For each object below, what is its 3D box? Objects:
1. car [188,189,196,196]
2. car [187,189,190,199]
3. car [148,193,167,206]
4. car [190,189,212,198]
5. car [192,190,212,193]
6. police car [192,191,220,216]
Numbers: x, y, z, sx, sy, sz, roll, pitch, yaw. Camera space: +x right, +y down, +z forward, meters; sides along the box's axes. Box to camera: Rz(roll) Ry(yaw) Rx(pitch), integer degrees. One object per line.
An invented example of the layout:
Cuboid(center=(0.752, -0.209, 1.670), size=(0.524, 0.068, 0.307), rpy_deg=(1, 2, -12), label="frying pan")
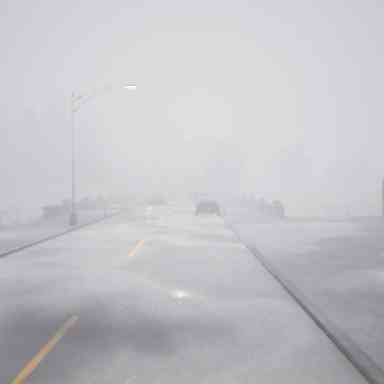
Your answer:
Cuboid(center=(0.004, 0.109, 77.617), size=(1.837, 1.490, 4.892), rpy_deg=(0, 1, 0), label="car")
Cuboid(center=(0.004, 0.493, 62.607), size=(2.128, 1.511, 4.902), rpy_deg=(0, 1, 0), label="car")
Cuboid(center=(-4.081, 0.890, 39.779), size=(1.812, 1.442, 4.674), rpy_deg=(0, 1, 0), label="car")
Cuboid(center=(1.148, 0.615, 42.902), size=(2.097, 1.767, 4.553), rpy_deg=(-3, 1, 0), label="car")
Cuboid(center=(1.201, 0.888, 36.935), size=(1.882, 1.535, 5.008), rpy_deg=(0, 1, 0), label="car")
Cuboid(center=(1.200, 0.993, 27.046), size=(1.930, 1.638, 5.238), rpy_deg=(0, 1, 0), label="police car")
